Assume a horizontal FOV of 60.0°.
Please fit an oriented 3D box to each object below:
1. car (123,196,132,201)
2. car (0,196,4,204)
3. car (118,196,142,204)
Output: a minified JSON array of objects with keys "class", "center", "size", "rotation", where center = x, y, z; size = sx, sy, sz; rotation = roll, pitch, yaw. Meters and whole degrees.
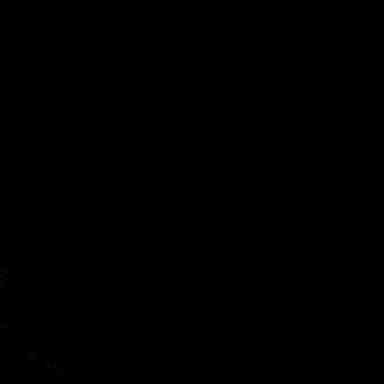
[{"class":"car","center":[-9.553,1.327,58.122],"size":[1.882,1.535,5.008],"rotation":[0,0,34]},{"class":"car","center":[-21.876,1.454,39.509],"size":[1.895,1.301,4.718],"rotation":[0,0,33]},{"class":"car","center":[-11.486,1.398,61.520],"size":[1.994,1.385,4.181],"rotation":[0,0,34]}]
